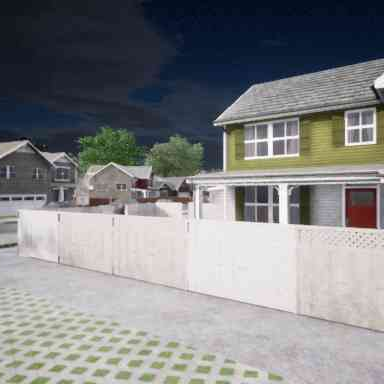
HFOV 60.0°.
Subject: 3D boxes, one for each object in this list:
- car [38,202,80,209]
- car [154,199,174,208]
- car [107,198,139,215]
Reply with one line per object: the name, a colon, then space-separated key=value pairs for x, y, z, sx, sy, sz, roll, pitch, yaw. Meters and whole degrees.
car: x=-10.763 y=1.587 z=26.281 sx=1.837 sy=1.490 sz=4.892 roll=0 pitch=-1 yaw=18
car: x=-3.959 y=1.697 z=45.881 sx=1.812 sy=1.442 sz=4.674 roll=0 pitch=0 yaw=22
car: x=-7.481 y=1.478 z=36.234 sx=2.097 sy=1.767 sz=4.553 roll=0 pitch=0 yaw=19
